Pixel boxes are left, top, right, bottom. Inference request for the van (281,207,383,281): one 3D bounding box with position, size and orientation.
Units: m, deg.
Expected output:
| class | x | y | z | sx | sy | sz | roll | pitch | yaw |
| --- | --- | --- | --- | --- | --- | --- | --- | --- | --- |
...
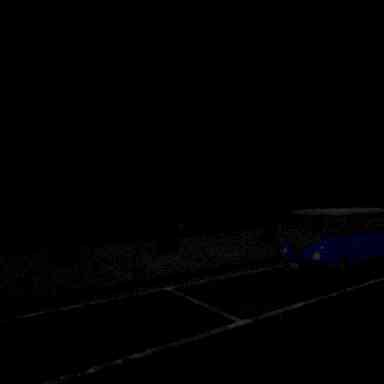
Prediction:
| class | x | y | z | sx | sy | sz | roll | pitch | yaw |
| --- | --- | --- | --- | --- | --- | --- | --- | --- | --- |
| van | 4.310 | 1.345 | 9.616 | 3.998 | 1.788 | 1.690 | 0 | 0 | -36 |
